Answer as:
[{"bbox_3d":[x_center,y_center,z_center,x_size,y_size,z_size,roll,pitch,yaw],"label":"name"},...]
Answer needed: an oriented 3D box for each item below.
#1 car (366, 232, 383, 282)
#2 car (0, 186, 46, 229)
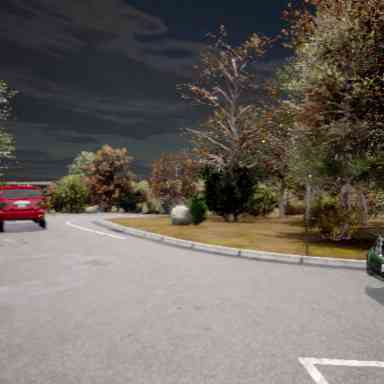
[{"bbox_3d":[6.391,1.139,6.322,5.566,2.045,2.150,1,1,-3],"label":"car"},{"bbox_3d":[-9.087,0.757,17.644,2.150,2.045,5.566,-1,0,-28],"label":"car"}]
